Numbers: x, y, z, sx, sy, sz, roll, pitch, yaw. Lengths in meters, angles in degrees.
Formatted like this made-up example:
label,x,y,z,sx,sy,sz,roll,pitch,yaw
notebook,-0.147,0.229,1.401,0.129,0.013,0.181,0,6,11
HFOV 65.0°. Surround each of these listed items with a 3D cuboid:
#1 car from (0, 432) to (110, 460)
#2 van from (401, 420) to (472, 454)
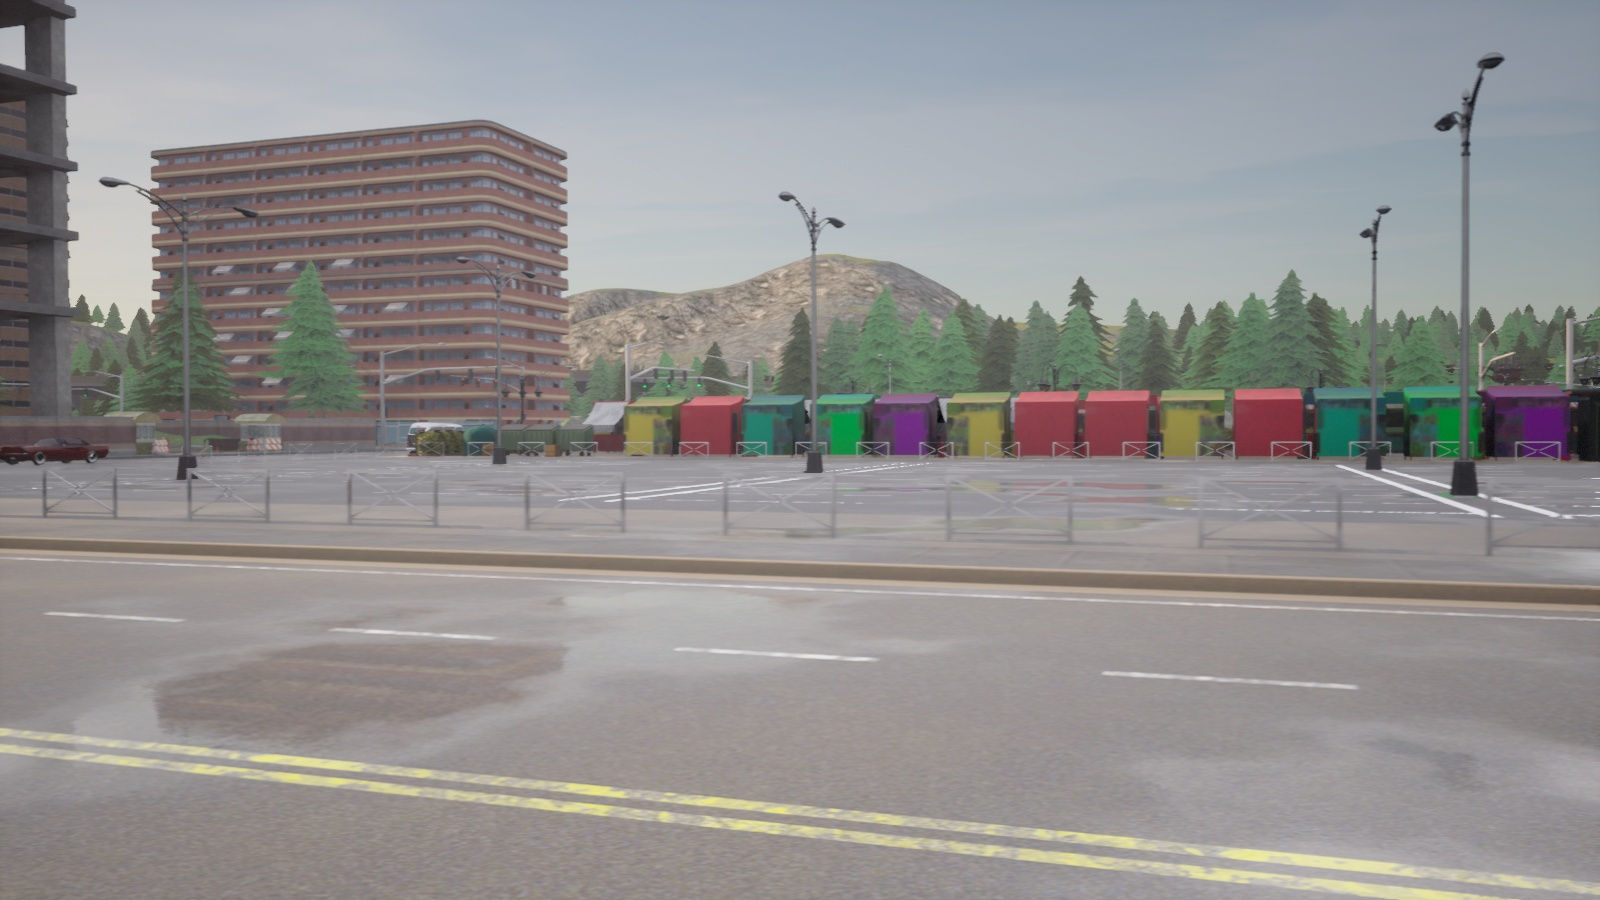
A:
label,x,y,z,sx,sy,sz,roll,pitch,yaw
car,-35.905,-0.231,60.425,1.895,1.301,4.718,1,1,18
van,-22.591,-0.844,78.257,2.069,2.038,4.480,1,1,18
